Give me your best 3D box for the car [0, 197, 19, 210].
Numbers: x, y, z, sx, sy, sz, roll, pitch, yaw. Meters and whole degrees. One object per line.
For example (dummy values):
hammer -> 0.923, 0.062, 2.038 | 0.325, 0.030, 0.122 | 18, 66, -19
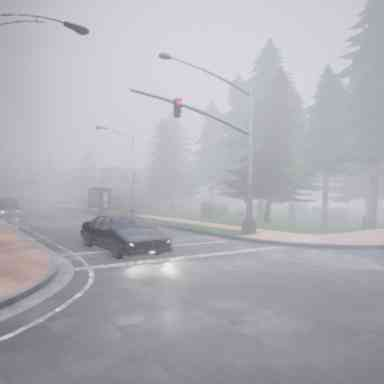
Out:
car -> -23.289, 1.479, 42.273 | 1.837, 1.490, 4.892 | 1, -1, -35

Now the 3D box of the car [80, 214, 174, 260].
car -> -2.814, 1.597, 13.123 | 2.033, 1.411, 5.357 | 1, -1, -35
